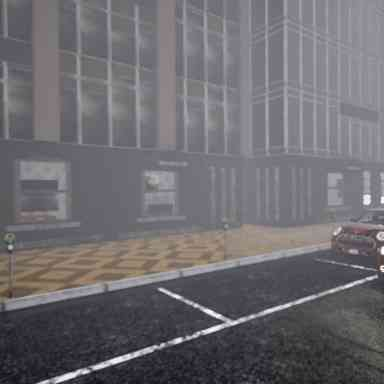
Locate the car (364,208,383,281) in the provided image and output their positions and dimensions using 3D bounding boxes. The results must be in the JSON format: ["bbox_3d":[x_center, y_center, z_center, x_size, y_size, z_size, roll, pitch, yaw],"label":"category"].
[{"bbox_3d":[6.384,1.227,7.914,4.553,1.767,2.097,-1,1,-35],"label":"car"}]

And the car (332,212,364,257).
[{"bbox_3d":[6.605,1.284,11.423,4.097,1.590,1.967,-1,1,-35],"label":"car"}]
